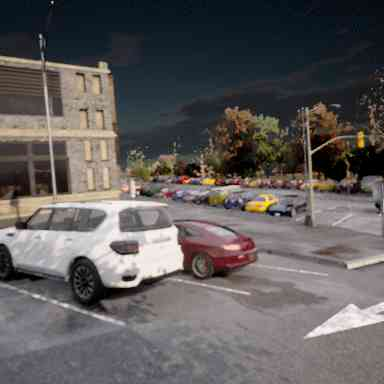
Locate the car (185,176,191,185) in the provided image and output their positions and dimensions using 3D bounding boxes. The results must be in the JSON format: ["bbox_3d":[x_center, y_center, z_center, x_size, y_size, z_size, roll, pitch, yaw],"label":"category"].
[{"bbox_3d":[1.422,-2.609,79.682,4.892,1.521,2.231,-7,5,-44],"label":"car"}]

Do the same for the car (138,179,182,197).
[{"bbox_3d":[-4.860,-0.323,51.114,2.435,2.045,5.566,0,6,43],"label":"car"}]

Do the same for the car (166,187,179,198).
[{"bbox_3d":[-0.647,0.347,43.097,2.002,1.452,4.674,0,6,42],"label":"car"}]

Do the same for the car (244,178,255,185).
[{"bbox_3d":[11.981,-1.572,58.561,1.946,1.575,5.366,1,5,43],"label":"car"}]

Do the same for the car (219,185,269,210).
[{"bbox_3d":[5.158,0.666,32.491,2.185,1.767,4.553,0,6,40],"label":"car"}]

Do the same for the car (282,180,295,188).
[{"bbox_3d":[16.021,-1.142,50.587,2.002,1.452,4.674,1,5,42],"label":"car"}]

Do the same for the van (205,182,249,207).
[{"bbox_3d":[3.763,0.433,35.224,1.878,1.987,4.442,0,6,41],"label":"van"}]

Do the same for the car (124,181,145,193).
[{"bbox_3d":[-8.918,-0.461,59.202,2.097,1.535,5.008,1,7,44],"label":"car"}]

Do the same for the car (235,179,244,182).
[{"bbox_3d":[10.521,-1.809,61.064,2.185,1.767,4.553,2,6,43],"label":"car"}]

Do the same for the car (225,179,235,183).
[{"bbox_3d":[9.154,-1.809,63.687,2.097,1.535,5.008,1,5,44],"label":"car"}]

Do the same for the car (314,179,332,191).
[{"bbox_3d":[18.995,-0.960,45.539,1.946,1.575,5.366,1,5,41],"label":"car"}]

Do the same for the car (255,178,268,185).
[{"bbox_3d":[13.202,-1.551,55.772,2.185,1.767,4.553,1,5,43],"label":"car"}]

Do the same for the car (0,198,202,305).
[{"bbox_3d":[-2.806,1.248,8.352,5.566,2.045,2.435,-1,-1,35],"label":"car"}]

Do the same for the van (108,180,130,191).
[{"bbox_3d":[-16.588,-1.517,75.624,4.442,1.987,1.878,-9,6,-44],"label":"van"}]

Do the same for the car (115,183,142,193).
[{"bbox_3d":[-12.837,-0.865,67.368,2.231,1.521,4.892,1,7,45],"label":"car"}]

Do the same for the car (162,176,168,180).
[{"bbox_3d":[-4.892,-3.292,93.054,5.366,1.575,1.946,-7,6,-44],"label":"car"}]

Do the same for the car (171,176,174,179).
[{"bbox_3d":[-2.311,-2.994,87.755,4.792,1.488,2.163,-7,6,-44],"label":"car"}]

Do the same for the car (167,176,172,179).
[{"bbox_3d":[-3.508,-3.138,90.506,4.792,1.488,2.163,-6,5,-44],"label":"car"}]

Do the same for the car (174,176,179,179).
[{"bbox_3d":[-1.053,-3.139,85.077,5.566,2.045,2.435,-7,5,-44],"label":"car"}]

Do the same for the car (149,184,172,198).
[{"bbox_3d":[-3.463,0.096,48.432,2.002,1.452,4.674,1,7,42],"label":"car"}]

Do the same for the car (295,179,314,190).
[{"bbox_3d":[17.323,-1.049,47.847,1.946,1.575,5.366,1,6,41],"label":"car"}]

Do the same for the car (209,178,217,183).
[{"bbox_3d":[6.547,-2.044,69.019,2.163,1.488,4.792,1,5,44],"label":"car"}]

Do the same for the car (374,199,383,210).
[{"bbox_3d":[15.763,0.857,23.882,2.128,1.511,4.902,-5,4,-31],"label":"car"}]

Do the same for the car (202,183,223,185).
[{"bbox_3d":[3.579,-0.043,45.228,2.033,1.411,5.357,-6,5,-28],"label":"car"}]

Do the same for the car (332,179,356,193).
[{"bbox_3d":[20.294,-0.946,42.786,2.185,1.767,4.553,1,5,41],"label":"car"}]

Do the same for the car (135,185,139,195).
[{"bbox_3d":[-6.236,-0.198,53.799,2.097,1.535,5.008,0,6,43],"label":"car"}]

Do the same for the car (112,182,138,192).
[{"bbox_3d":[-14.137,-1.001,70.089,2.097,1.535,5.008,0,6,45],"label":"car"}]

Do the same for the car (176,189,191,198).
[{"bbox_3d":[0.796,0.469,40.442,2.002,1.452,4.674,1,7,41],"label":"car"}]

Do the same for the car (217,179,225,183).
[{"bbox_3d":[7.818,-1.907,66.311,2.163,1.488,4.792,2,6,44],"label":"car"}]

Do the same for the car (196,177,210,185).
[{"bbox_3d":[3.943,-2.337,74.317,2.097,1.535,5.008,1,6,45],"label":"car"}]

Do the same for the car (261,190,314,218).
[{"bbox_3d":[8.022,1.069,27.243,2.163,1.488,4.792,0,6,40],"label":"car"}]

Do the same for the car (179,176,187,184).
[{"bbox_3d":[0.052,-2.736,82.242,5.366,1.575,1.946,-7,6,-44],"label":"car"}]

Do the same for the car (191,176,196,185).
[{"bbox_3d":[2.656,-2.596,76.969,2.185,1.767,4.553,1,6,45],"label":"car"}]

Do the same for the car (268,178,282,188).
[{"bbox_3d":[14.616,-1.264,53.190,2.002,1.452,4.674,1,5,42],"label":"car"}]

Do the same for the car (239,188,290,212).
[{"bbox_3d":[6.804,0.881,30.045,1.946,1.575,5.366,0,6,40],"label":"car"}]

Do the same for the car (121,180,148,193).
[{"bbox_3d":[-11.542,-0.856,64.637,2.185,1.767,4.553,1,7,44],"label":"car"}]

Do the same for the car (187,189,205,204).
[{"bbox_3d":[2.233,0.552,37.788,2.231,1.521,4.892,0,6,41],"label":"car"}]

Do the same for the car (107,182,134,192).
[{"bbox_3d":[-15.522,-1.123,72.690,5.366,1.575,1.946,-9,7,-44],"label":"car"}]

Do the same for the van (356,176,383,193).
[{"bbox_3d":[21.704,-0.923,40.143,1.878,1.987,4.442,1,5,40],"label":"van"}]

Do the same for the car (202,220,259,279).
[{"bbox_3d":[-0.310,1.554,10.073,4.674,1.452,2.002,-1,-1,35],"label":"car"}]
